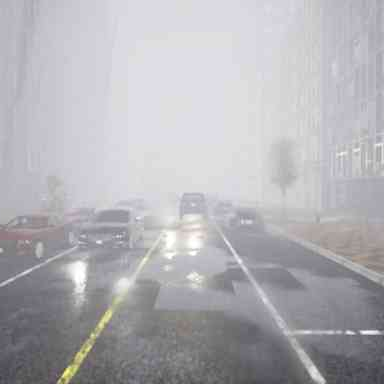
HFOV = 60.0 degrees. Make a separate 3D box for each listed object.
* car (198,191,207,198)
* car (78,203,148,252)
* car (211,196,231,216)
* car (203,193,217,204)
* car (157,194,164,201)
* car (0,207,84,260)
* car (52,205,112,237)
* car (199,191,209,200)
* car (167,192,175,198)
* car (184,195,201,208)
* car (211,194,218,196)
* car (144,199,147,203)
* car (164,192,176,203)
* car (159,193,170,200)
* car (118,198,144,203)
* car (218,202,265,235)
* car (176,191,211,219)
[{"bbox_3d":[2.694,0.603,86.050,2.192,1.841,5.009,0,1,0],"label":"car"},{"bbox_3d":[-3.101,1.403,13.533,1.837,1.490,4.892,0,0,0],"label":"car"},{"bbox_3d":[2.692,1.342,29.132,1.947,1.339,4.313,0,0,0],"label":"car"},{"bbox_3d":[2.693,1.030,51.900,1.967,1.590,4.097,0,0,0],"label":"car"},{"bbox_3d":[-5.688,1.019,63.124,1.752,1.417,4.829,0,0,0],"label":"car"},{"bbox_3d":[-5.689,1.454,12.062,1.887,1.381,4.507,0,0,0],"label":"car"},{"bbox_3d":[-5.689,1.448,17.756,1.802,1.307,4.206,0,0,0],"label":"car"},{"bbox_3d":[2.694,0.705,74.666,2.192,1.841,5.009,0,1,0],"label":"car"},{"bbox_3d":[-5.688,0.787,91.756,2.008,1.369,4.403,0,1,0],"label":"car"},{"bbox_3d":[0.076,1.151,43.725,2.128,1.511,4.902,0,1,0],"label":"car"},{"bbox_3d":[2.692,1.250,40.516,1.947,1.339,4.313,0,0,0],"label":"car"},{"bbox_3d":[-5.689,1.297,34.833,1.947,1.339,4.313,0,0,0],"label":"car"},{"bbox_3d":[-3.063,0.909,55.776,2.097,1.767,4.553,0,0,0],"label":"car"},{"bbox_3d":[-5.688,0.992,68.988,2.008,1.369,4.403,0,1,0],"label":"car"},{"bbox_3d":[-5.689,1.322,29.140,1.887,1.381,4.507,0,0,0],"label":"car"},{"bbox_3d":[2.692,1.431,17.748,1.947,1.339,4.313,0,0,0],"label":"car"},{"bbox_3d":[0.098,1.018,26.534,2.150,2.045,5.566,0,0,0],"label":"car"}]
